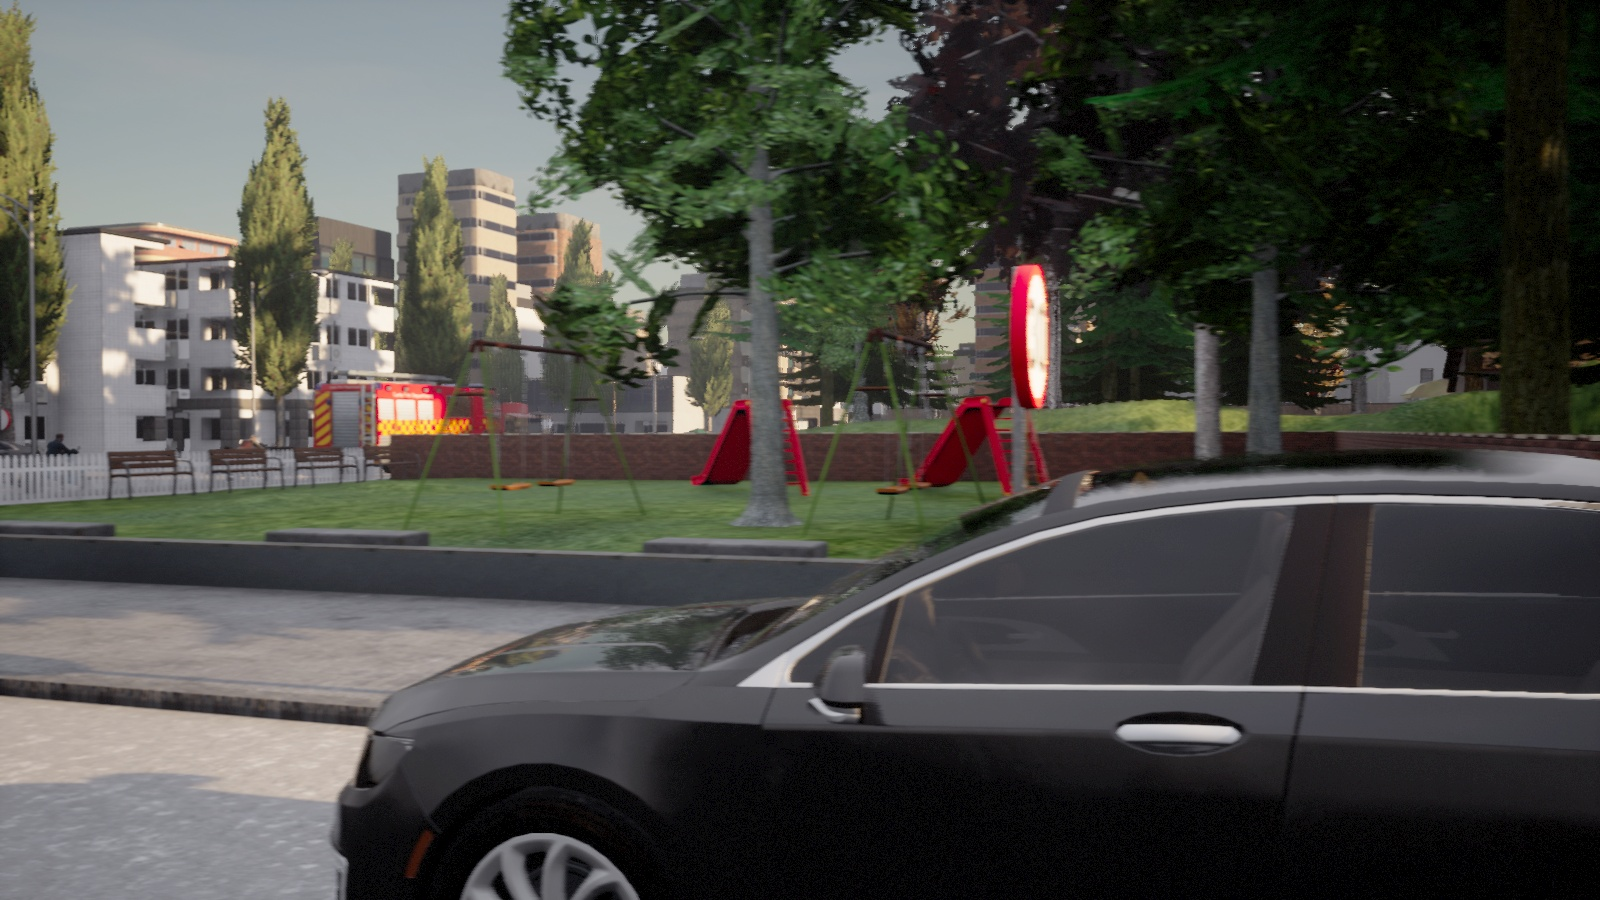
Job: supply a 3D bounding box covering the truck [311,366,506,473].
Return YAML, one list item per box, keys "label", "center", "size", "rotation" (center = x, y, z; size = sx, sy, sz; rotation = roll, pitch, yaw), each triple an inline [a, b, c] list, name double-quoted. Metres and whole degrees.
- label: "truck"
  center: [-15.098, -1.149, 49.365]
  size: [2.891, 3.827, 8.468]
  rotation: [0, 1, 19]

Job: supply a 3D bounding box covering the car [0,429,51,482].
- label: "car"
  center: [-24.075, 0.168, 35.365]
  size: [2.128, 1.511, 4.902]
  rotation: [0, 1, 19]

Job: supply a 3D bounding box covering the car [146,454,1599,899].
- label: "car"
  center: [0.880, 0.780, 3.424]
  size: [4.892, 1.490, 1.837]
  rotation: [0, 1, 19]

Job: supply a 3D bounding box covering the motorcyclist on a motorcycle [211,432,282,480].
- label: "motorcyclist on a motorcycle"
  center: [-17.983, 0.176, 40.880]
  size: [0.866, 1.530, 2.191]
  rotation: [0, 1, 19]

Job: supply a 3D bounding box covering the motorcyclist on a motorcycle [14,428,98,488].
- label: "motorcyclist on a motorcycle"
  center: [-20.243, 0.192, 34.203]
  size: [0.866, 1.590, 1.817]
  rotation: [0, 1, 19]
